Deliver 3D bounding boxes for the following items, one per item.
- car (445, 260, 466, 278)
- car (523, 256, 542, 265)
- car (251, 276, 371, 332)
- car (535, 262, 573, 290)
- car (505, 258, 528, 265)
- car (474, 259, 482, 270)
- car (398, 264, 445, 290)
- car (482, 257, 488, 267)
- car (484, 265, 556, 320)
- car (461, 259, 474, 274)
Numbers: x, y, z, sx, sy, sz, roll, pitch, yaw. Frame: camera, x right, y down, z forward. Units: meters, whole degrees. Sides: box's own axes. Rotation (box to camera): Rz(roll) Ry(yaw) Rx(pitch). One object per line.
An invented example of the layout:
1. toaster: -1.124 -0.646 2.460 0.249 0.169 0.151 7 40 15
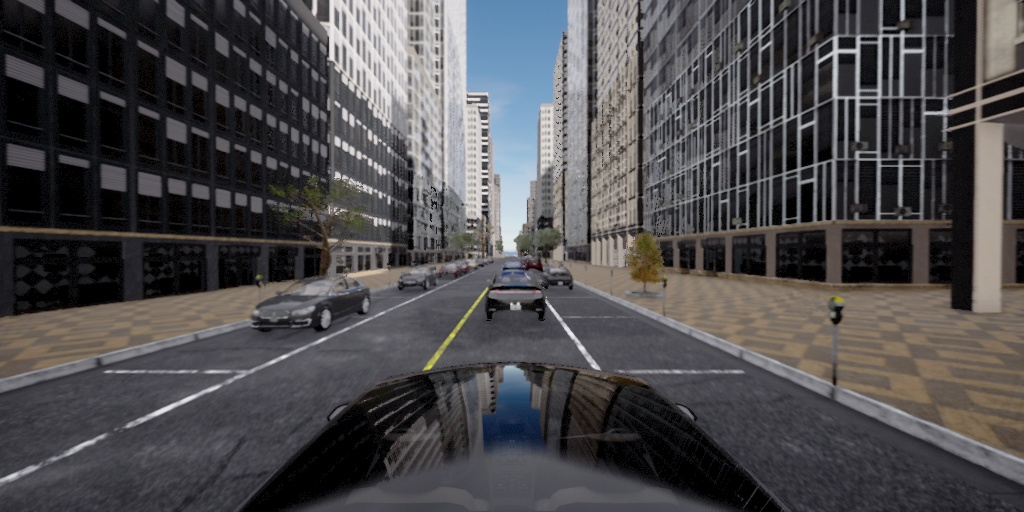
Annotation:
1. car: -5.684 1.297 33.484 1.802 1.307 4.207 0 0 0
2. car: 2.700 1.017 44.849 2.192 1.841 5.009 0 0 0
3. car: -5.690 1.291 10.749 2.007 1.370 4.403 0 0 0
4. car: 2.694 1.278 22.114 2.007 1.370 4.403 0 0 0
5. car: 0.109 1.196 30.424 1.882 1.535 5.008 0 0 0
6. car: -5.679 1.221 50.365 1.751 1.417 4.829 0 0 0
7. car: -5.687 1.278 22.116 2.007 1.370 4.403 0 0 0
8. car: -5.677 1.247 61.902 1.948 1.339 4.313 0 0 0
9. car: 0.103 1.230 12.521 2.128 1.511 4.902 0 0 0
10. car: -5.682 1.148 39.167 1.967 1.591 4.097 0 0 0
